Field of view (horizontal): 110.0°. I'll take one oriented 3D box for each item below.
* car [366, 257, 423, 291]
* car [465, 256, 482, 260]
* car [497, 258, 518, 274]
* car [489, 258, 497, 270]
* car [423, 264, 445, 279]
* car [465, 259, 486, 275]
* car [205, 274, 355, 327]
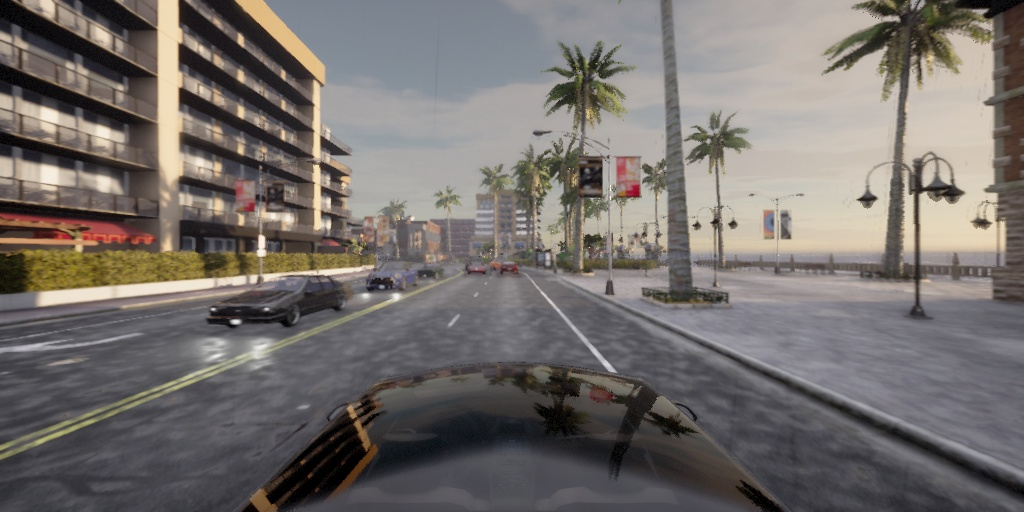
[{"bbox_3d":[-7.218,1.124,22.035,2.097,1.767,4.553,0,0,-1],"label":"car"},{"bbox_3d":[-5.260,0.977,50.092,2.150,2.045,5.566,0,0,-12],"label":"car"},{"bbox_3d":[-0.391,1.216,40.140,1.882,1.535,5.008,0,0,-4],"label":"car"},{"bbox_3d":[-1.916,1.092,51.160,2.097,1.767,4.553,0,0,-13],"label":"car"},{"bbox_3d":[-7.335,1.370,32.278,1.895,1.301,4.718,0,0,-1],"label":"car"},{"bbox_3d":[-3.875,1.316,39.743,1.994,1.385,4.181,0,0,-4],"label":"car"},{"bbox_3d":[-7.155,1.322,11.941,2.033,1.411,5.357,0,0,0],"label":"car"}]
